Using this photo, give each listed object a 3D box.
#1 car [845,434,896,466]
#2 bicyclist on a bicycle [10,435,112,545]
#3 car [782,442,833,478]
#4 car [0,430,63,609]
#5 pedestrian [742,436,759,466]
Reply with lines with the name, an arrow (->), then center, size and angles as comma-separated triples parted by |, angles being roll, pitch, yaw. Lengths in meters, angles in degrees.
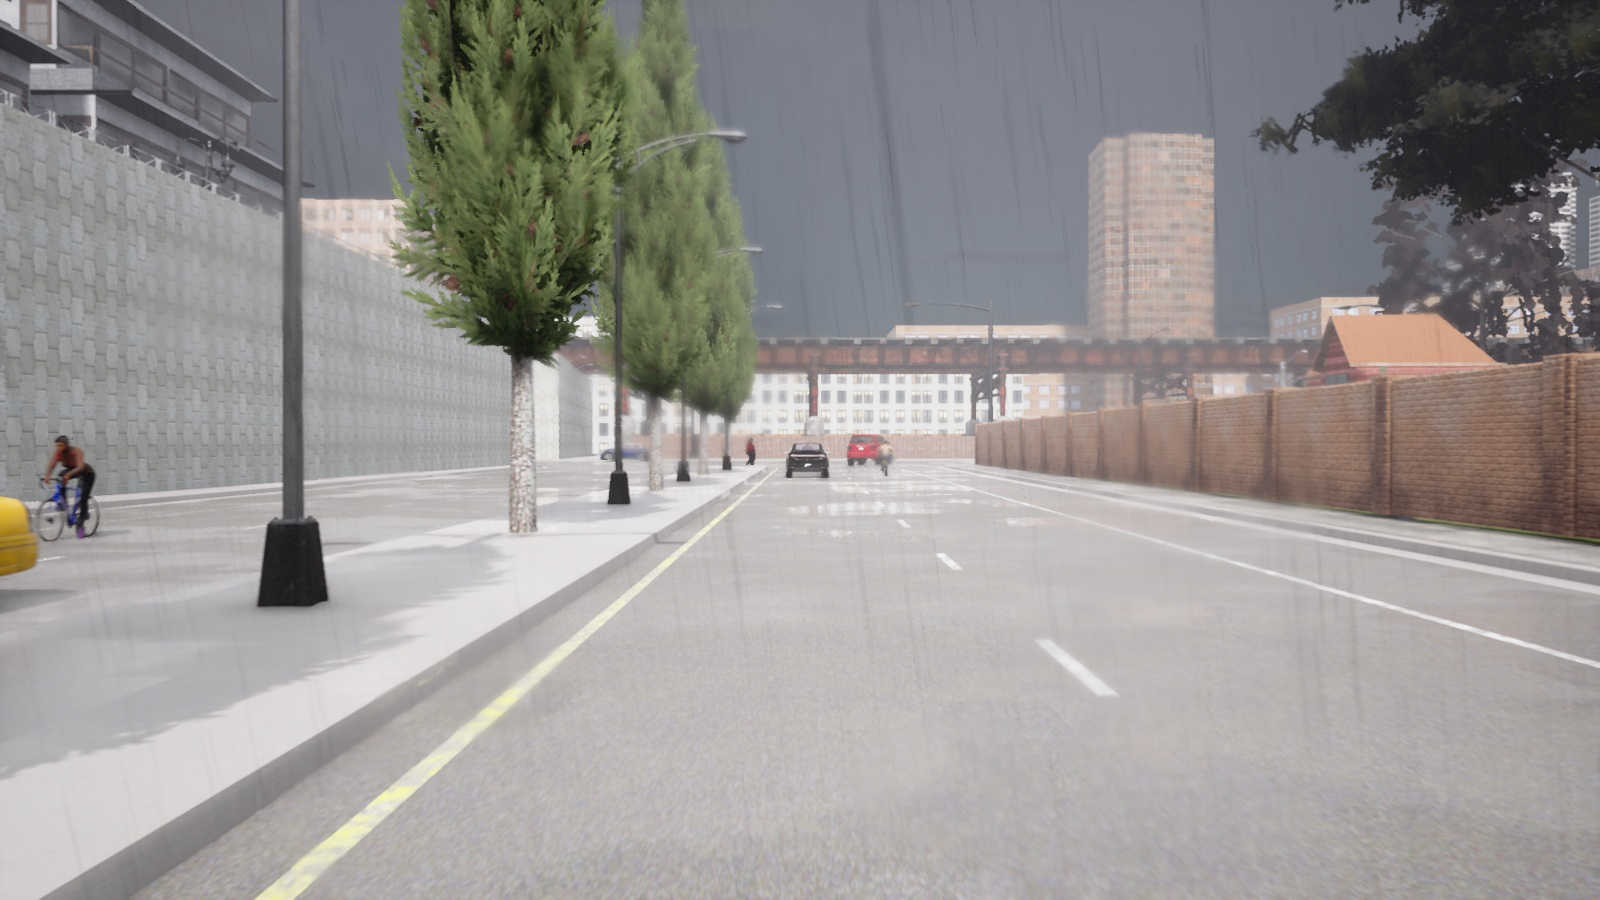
car -> 4.658, 0.003, 82.616 | 2.150, 2.045, 5.566 | 0, 0, 16
bicyclist on a bicycle -> -11.375, 0.581, 19.374 | 0.582, 1.620, 1.656 | 0, 1, 0
car -> 0.330, 0.391, 55.363 | 2.128, 1.511, 4.902 | 0, 0, 0
car -> -7.932, 0.621, 9.273 | 1.801, 1.575, 5.366 | 0, 0, 0
pedestrian -> -2.992, 0.061, 75.919 | 0.899, 1.844, 0.634 | 0, 0, -19
